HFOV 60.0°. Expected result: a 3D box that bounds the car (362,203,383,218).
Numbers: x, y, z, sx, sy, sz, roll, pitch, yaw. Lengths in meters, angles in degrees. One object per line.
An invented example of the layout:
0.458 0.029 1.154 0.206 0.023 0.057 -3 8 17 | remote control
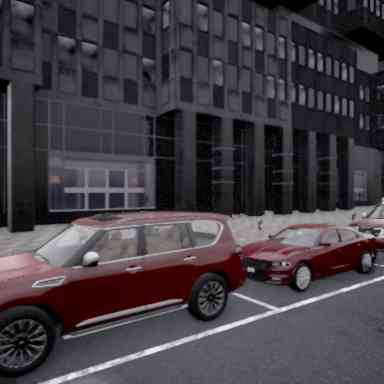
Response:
7.672 1.287 12.123 5.009 1.841 2.192 0 0 -36 | car

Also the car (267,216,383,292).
3.185 1.528 8.921 4.507 1.381 1.887 0 0 -36 | car

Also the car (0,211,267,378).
-1.302 1.310 5.718 5.009 1.841 2.192 0 0 -36 | car
